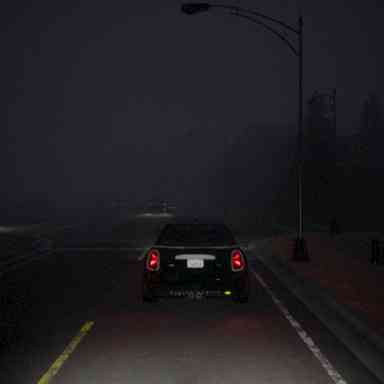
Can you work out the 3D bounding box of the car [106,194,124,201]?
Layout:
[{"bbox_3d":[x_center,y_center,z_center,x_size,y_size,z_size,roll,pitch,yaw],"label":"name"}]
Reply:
[{"bbox_3d":[-17.973,1.245,78.177,3.806,1.475,1.970,0,0,0],"label":"car"}]

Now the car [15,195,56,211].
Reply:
[{"bbox_3d":[-17.378,1.388,37.476,3.633,1.501,1.845,0,0,0],"label":"car"}]

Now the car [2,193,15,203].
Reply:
[{"bbox_3d":[-35.746,1.311,62.443,4.514,1.523,2.007,0,0,0],"label":"car"}]

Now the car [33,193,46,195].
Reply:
[{"bbox_3d":[-35.034,1.110,74.900,4.605,1.855,1.932,0,0,0],"label":"car"}]

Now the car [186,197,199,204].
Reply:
[{"bbox_3d":[0.111,1.490,53.286,2.128,1.511,4.902,0,0,0],"label":"car"}]

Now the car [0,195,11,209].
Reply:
[{"bbox_3d":[-24.799,1.398,40.457,3.806,1.475,1.970,0,0,0],"label":"car"}]

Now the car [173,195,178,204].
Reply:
[{"bbox_3d":[-3.575,1.524,50.673,1.812,1.442,4.674,0,0,0],"label":"car"}]

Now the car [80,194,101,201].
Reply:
[{"bbox_3d":[-25.022,1.311,81.840,4.514,1.523,2.007,0,0,0],"label":"car"}]

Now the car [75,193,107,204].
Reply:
[{"bbox_3d":[-17.239,1.111,56.059,4.605,1.855,1.932,0,0,0],"label":"car"}]

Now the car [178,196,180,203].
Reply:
[{"bbox_3d":[-3.486,1.474,69.361,1.882,1.535,5.008,0,0,0],"label":"car"}]

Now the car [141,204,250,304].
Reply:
[{"bbox_3d":[0.103,1.351,8.293,2.097,1.767,4.553,0,0,1],"label":"car"}]

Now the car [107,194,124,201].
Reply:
[{"bbox_3d":[-17.650,1.166,71.759,5.027,1.636,2.152,0,0,0],"label":"car"}]

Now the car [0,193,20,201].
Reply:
[{"bbox_3d":[-42.901,1.090,78.187,3.866,1.878,1.905,0,0,0],"label":"car"}]

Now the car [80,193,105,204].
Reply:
[{"bbox_3d":[-17.651,1.090,58.965,3.866,1.878,1.905,0,0,0],"label":"car"}]

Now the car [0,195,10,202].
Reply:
[{"bbox_3d":[-43.513,1.374,74.863,3.806,1.475,1.970,0,0,0],"label":"car"}]

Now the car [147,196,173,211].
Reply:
[{"bbox_3d":[-3.589,1.352,36.154,2.097,1.767,4.553,0,0,0],"label":"car"}]
